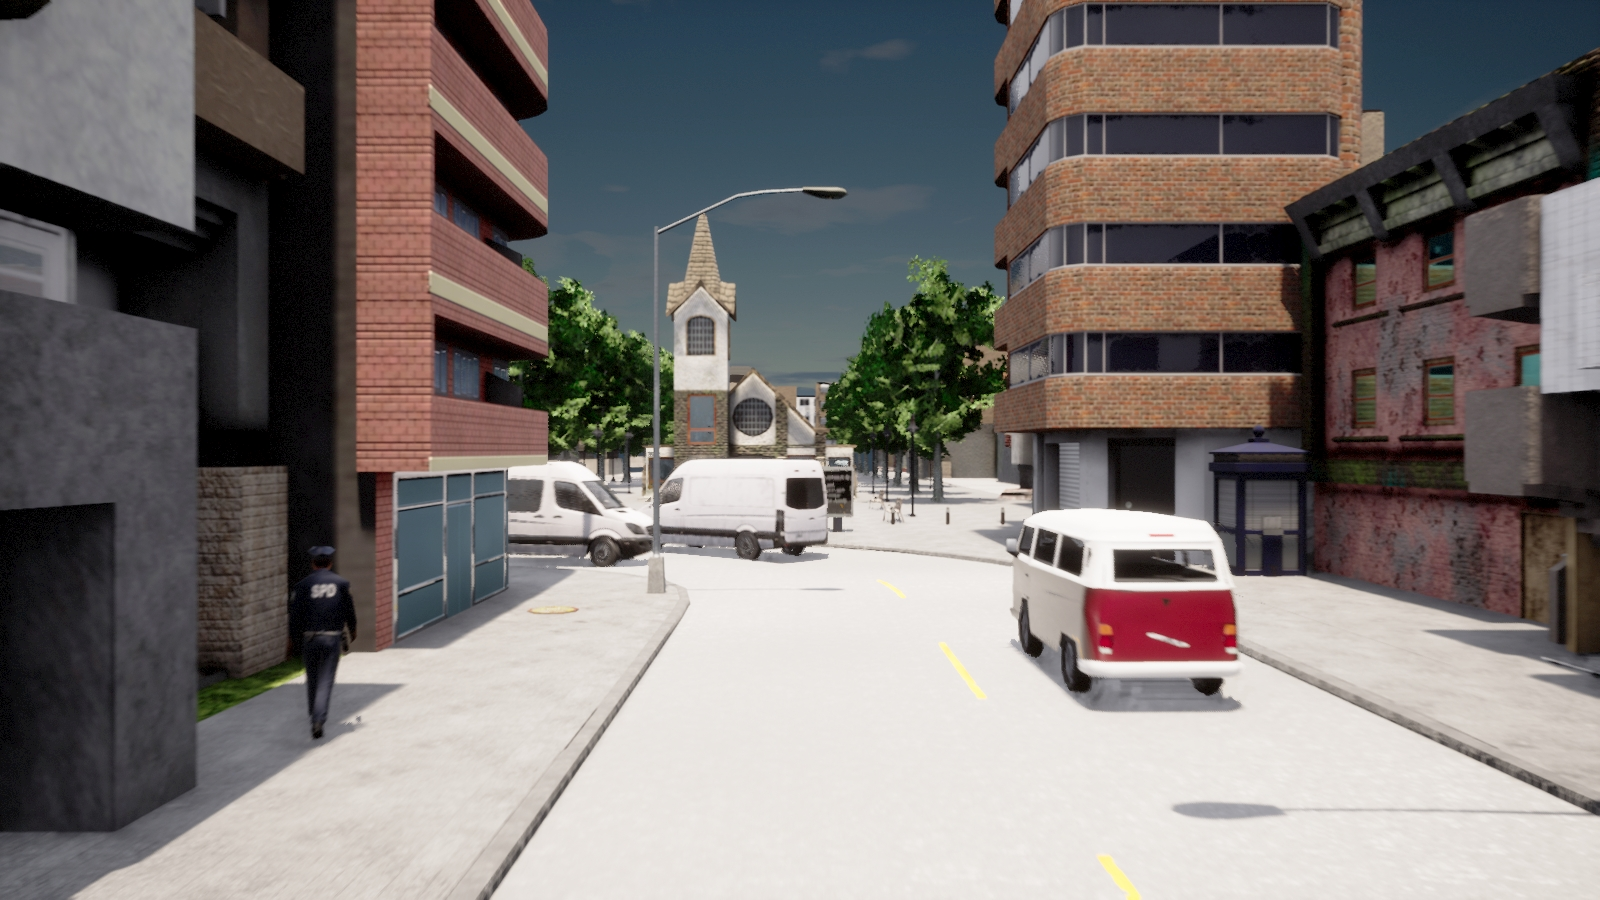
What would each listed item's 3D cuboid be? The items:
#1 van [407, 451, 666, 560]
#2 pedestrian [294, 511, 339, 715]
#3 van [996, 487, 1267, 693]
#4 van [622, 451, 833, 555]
[{"bbox_3d":[-6.445,1.315,28.297,5.915,2.561,1.988,0,-1,7],"label":"van"},{"bbox_3d":[-4.564,1.523,10.801,0.375,1.860,0.375,0,0,-20],"label":"pedestrian"},{"bbox_3d":[3.921,1.562,14.408,2.069,2.038,4.480,0,0,-1],"label":"van"},{"bbox_3d":[-2.059,1.316,30.807,5.915,2.561,1.988,0,-1,40],"label":"van"}]
